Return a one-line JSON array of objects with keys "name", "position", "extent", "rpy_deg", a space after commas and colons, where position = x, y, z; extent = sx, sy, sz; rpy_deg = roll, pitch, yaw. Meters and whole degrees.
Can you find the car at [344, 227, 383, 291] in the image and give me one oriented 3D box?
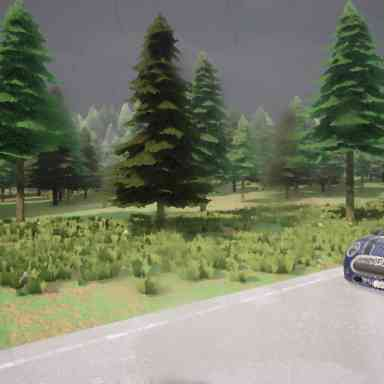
[{"name": "car", "position": [5.779, 1.352, 8.290], "extent": [4.553, 1.767, 2.097], "rpy_deg": [0, 0, -36]}]
